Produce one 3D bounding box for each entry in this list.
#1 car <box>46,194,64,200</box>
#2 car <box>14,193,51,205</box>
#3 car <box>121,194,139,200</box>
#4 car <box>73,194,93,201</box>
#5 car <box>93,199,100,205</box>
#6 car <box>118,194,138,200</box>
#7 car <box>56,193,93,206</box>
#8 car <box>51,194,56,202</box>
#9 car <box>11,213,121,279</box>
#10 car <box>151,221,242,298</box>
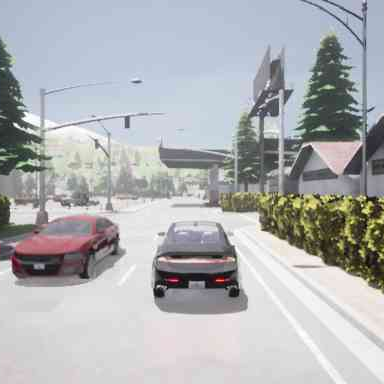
[{"bbox_3d":[-35.102,1.349,85.294,3.806,1.475,1.970,0,0,-1],"label":"car"},{"bbox_3d":[-24.661,1.077,50.912,4.605,1.855,1.932,0,0,-1],"label":"car"},{"bbox_3d":[-16.506,1.303,88.393,4.514,1.523,2.007,0,0,-1],"label":"car"},{"bbox_3d":[-24.039,1.290,73.366,3.633,1.501,1.845,0,0,-1],"label":"car"},{"bbox_3d":[-16.182,1.340,51.000,3.806,1.475,1.970,0,0,-1],"label":"car"},{"bbox_3d":[-16.436,1.296,85.257,5.027,1.636,2.152,0,0,-1],"label":"car"},{"bbox_3d":[-16.773,1.057,47.672,3.866,1.878,1.905,0,0,-1],"label":"car"},{"bbox_3d":[-24.023,1.272,63.373,4.514,1.523,2.007,0,0,-1],"label":"car"},{"bbox_3d":[-3.551,1.473,10.261,1.882,1.535,5.008,0,0,0],"label":"car"},{"bbox_3d":[0.099,1.488,8.527,2.128,1.511,4.902,0,0,0],"label":"car"}]
